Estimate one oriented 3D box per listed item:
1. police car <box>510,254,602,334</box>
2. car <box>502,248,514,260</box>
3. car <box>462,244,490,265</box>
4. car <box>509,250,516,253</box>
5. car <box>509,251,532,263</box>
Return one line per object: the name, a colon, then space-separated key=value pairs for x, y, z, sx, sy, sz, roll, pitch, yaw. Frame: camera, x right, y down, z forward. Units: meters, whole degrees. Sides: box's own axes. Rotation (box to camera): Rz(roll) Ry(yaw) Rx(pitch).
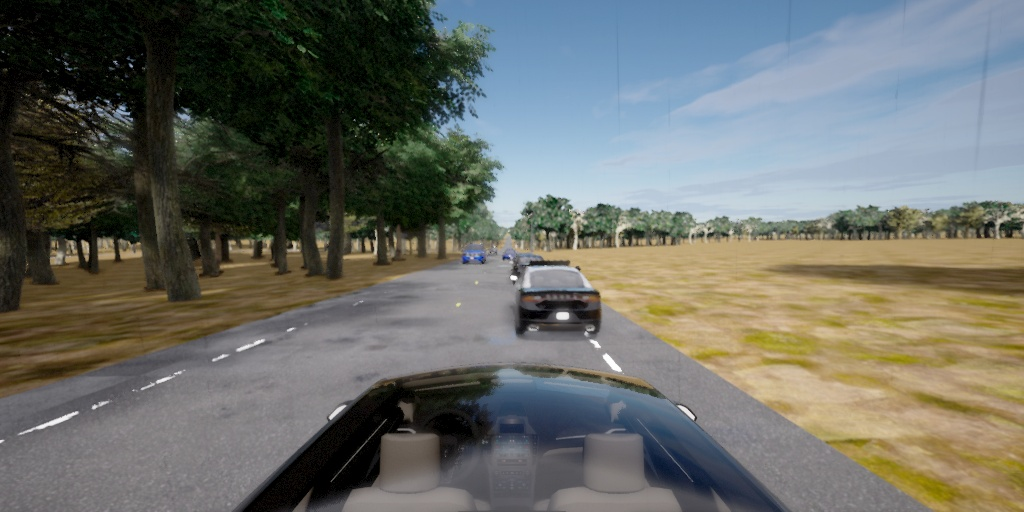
police car: x=0.996 y=0.907 z=9.737 sx=1.930 sy=1.638 sz=5.238 roll=0 pitch=2 yaw=0
car: x=-0.281 y=-0.165 z=47.288 sx=1.994 sy=1.385 sz=4.181 roll=0 pitch=2 yaw=0
car: x=-3.831 y=-0.193 z=37.236 sx=2.150 sy=2.045 sz=5.566 roll=0 pitch=1 yaw=0
car: x=0.888 y=0.486 z=25.627 sx=1.812 sy=1.442 sz=4.674 roll=0 pitch=2 yaw=0
car: x=0.929 y=0.662 z=19.626 sx=1.837 sy=1.490 sz=4.892 roll=0 pitch=2 yaw=0
